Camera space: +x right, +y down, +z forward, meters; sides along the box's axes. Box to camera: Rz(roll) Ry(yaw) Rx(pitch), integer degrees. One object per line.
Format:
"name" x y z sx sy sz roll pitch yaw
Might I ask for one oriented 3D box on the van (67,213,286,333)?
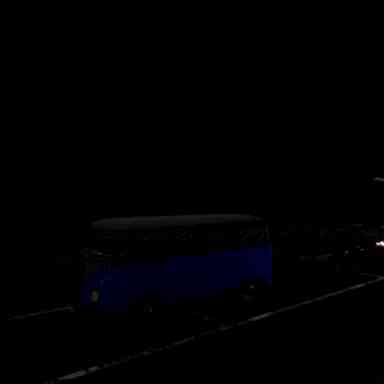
"van" -0.207 1.338 6.496 3.998 1.788 1.690 0 0 -35

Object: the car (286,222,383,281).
"car" 4.355 1.574 9.747 4.206 1.307 1.802 0 0 -35
